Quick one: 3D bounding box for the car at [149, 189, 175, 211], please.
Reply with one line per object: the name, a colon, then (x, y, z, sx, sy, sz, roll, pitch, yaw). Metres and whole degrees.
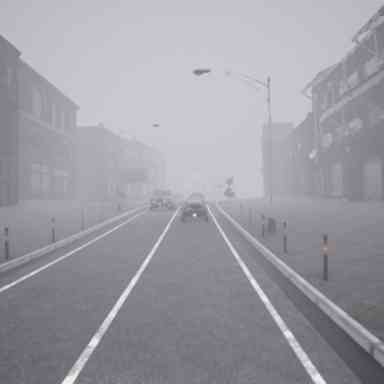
car: (-2.897, 0.736, 33.168, 2.150, 2.045, 5.566, -1, 1, 1)

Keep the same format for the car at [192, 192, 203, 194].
car: (0.703, 0.815, 42.436, 2.033, 1.649, 4.856, -1, 0, 4)

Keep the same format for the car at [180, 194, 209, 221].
car: (0.181, 1.185, 24.166, 1.837, 1.490, 4.892, -1, 2, 0)
